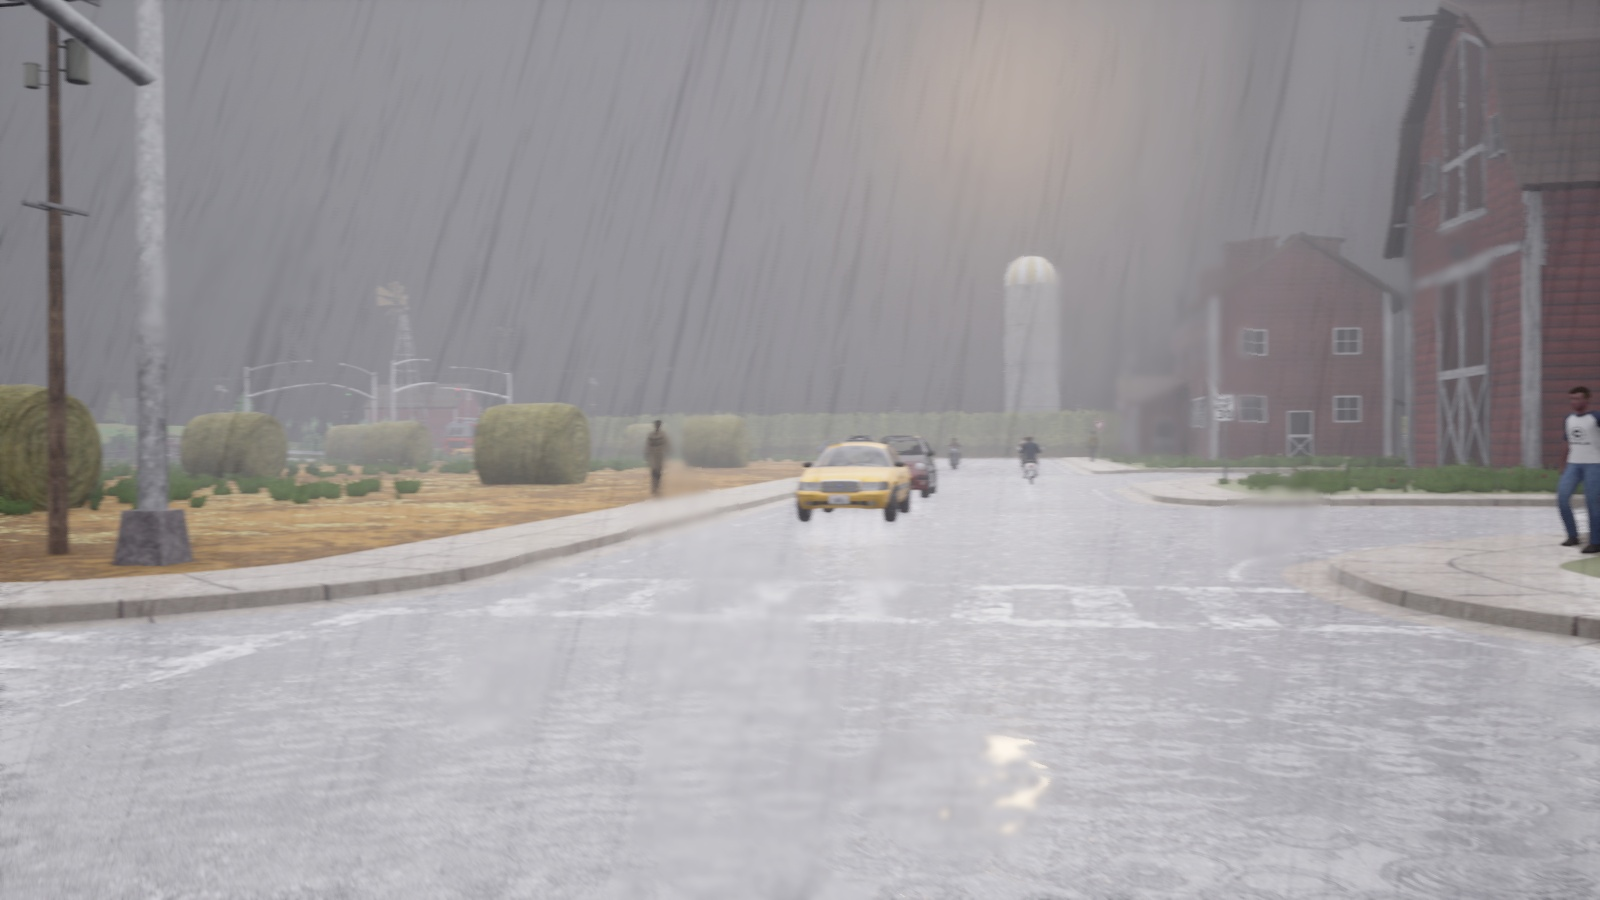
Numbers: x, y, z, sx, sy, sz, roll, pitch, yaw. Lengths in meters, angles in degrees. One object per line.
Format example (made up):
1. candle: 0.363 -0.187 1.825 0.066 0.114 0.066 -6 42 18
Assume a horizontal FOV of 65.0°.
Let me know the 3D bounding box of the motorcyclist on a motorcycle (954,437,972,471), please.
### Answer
1. motorcyclist on a motorcycle: 8.137 0.196 62.499 0.766 1.649 2.350 0 1 10

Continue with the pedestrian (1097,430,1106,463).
1. pedestrian: 17.279 -0.196 71.867 0.431 1.840 0.709 0 0 8

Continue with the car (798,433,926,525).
1. car: 1.326 0.486 24.348 1.801 1.575 5.366 0 0 10

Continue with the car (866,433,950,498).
1. car: 2.928 0.377 33.317 1.851 1.617 3.988 0 0 10

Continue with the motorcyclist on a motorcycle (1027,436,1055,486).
1. motorcyclist on a motorcycle: 7.922 0.342 41.381 0.866 1.590 1.817 -1 1 10

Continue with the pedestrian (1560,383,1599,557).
1. pedestrian: 8.606 0.210 13.525 0.706 1.836 0.354 0 0 -21

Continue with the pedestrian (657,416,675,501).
1. pedestrian: -3.064 0.195 28.739 0.396 1.930 0.692 0 0 -5
